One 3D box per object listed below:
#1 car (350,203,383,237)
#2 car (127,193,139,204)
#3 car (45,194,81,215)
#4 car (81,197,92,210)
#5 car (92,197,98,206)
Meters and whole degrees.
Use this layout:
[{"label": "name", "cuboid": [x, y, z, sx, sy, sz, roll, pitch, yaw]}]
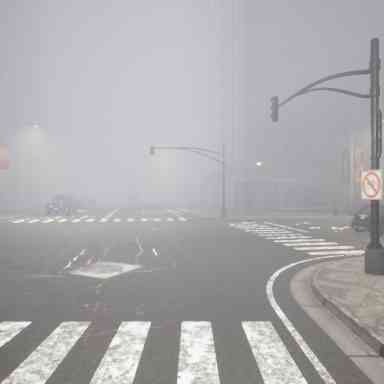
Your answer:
[{"label": "car", "cuboid": [10.916, 1.348, 17.570, 4.553, 1.767, 2.097, 0, 0, -9]}, {"label": "car", "cuboid": [-11.875, 1.282, 67.130, 2.150, 2.045, 5.566, 0, 0, -9]}, {"label": "car", "cuboid": [-13.313, 1.239, 34.167, 2.150, 2.045, 5.566, 0, 0, -10]}, {"label": "car", "cuboid": [-14.922, 1.591, 44.026, 1.994, 1.385, 4.181, 0, 0, -10]}, {"label": "car", "cuboid": [-16.529, 1.516, 54.059, 1.882, 1.535, 5.008, 0, 0, -9]}]
